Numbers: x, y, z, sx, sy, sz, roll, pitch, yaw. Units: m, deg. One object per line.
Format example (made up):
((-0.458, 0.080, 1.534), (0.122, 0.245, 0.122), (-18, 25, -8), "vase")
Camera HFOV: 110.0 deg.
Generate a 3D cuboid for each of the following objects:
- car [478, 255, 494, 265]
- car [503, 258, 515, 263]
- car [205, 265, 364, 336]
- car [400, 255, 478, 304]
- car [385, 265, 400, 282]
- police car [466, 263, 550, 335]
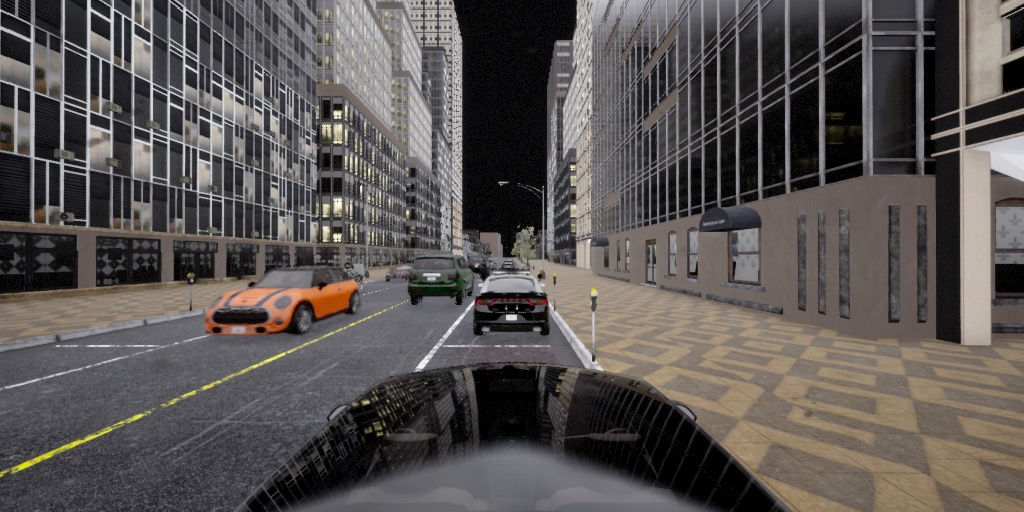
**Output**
((-3.145, 0.962, 33.745), (2.150, 2.045, 5.566), (0, 0, 0), "car")
((-0.455, 1.298, 46.099), (1.948, 1.339, 4.313), (0, 0, 0), "car")
((-6.245, 1.101, 10.421), (2.097, 1.767, 4.553), (0, 0, 0), "car")
((-3.037, 0.969, 16.331), (2.150, 2.045, 5.566), (0, 0, 0), "car")
((-8.835, 1.325, 29.033), (1.802, 1.307, 4.207), (0, 0, 0), "car")
((-0.012, 1.174, 10.609), (1.930, 1.638, 5.238), (0, 0, 0), "police car")
